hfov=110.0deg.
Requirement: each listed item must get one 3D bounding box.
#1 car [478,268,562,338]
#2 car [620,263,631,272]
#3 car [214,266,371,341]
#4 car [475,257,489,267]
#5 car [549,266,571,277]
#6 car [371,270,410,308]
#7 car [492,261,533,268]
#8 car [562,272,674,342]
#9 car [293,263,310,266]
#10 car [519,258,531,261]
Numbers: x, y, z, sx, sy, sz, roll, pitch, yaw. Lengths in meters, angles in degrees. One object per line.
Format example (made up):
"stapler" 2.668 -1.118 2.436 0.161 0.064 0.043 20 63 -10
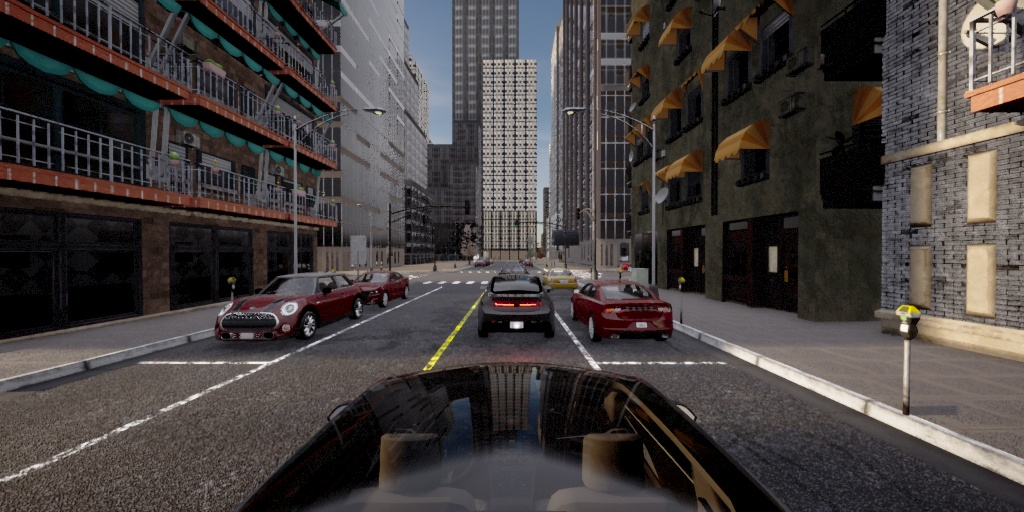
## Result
"car" 0.106 1.254 10.212 1.837 1.490 4.892 0 0 0
"car" 14.291 1.006 39.842 4.507 1.381 1.888 0 0 0
"car" -5.686 1.189 9.682 1.967 1.591 4.097 0 0 0
"car" -5.644 1.292 64.242 1.888 1.381 4.507 0 0 0
"car" 2.703 1.273 20.878 1.751 1.417 4.829 0 0 0
"car" -5.682 1.293 15.205 1.888 1.381 4.507 0 0 0
"car" 0.113 1.239 20.346 2.128 1.511 4.902 0 0 0
"car" 2.695 1.294 9.661 1.888 1.381 4.507 0 0 0
"car" -23.806 1.495 39.550 4.097 1.591 1.967 0 0 0
"car" 2.736 1.187 64.234 1.967 1.591 4.097 0 0 0
